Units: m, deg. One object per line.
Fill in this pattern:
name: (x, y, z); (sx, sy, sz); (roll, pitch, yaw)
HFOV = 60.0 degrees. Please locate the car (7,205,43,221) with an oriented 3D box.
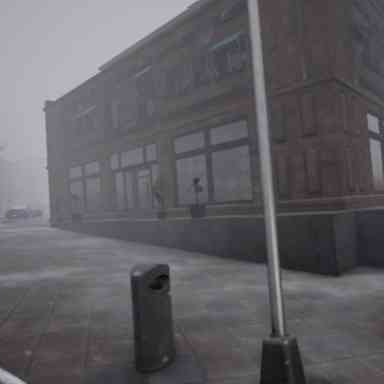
car: (-16.718, 2.009, 33.576); (1.882, 1.535, 5.008); (-3, 0, -4)
